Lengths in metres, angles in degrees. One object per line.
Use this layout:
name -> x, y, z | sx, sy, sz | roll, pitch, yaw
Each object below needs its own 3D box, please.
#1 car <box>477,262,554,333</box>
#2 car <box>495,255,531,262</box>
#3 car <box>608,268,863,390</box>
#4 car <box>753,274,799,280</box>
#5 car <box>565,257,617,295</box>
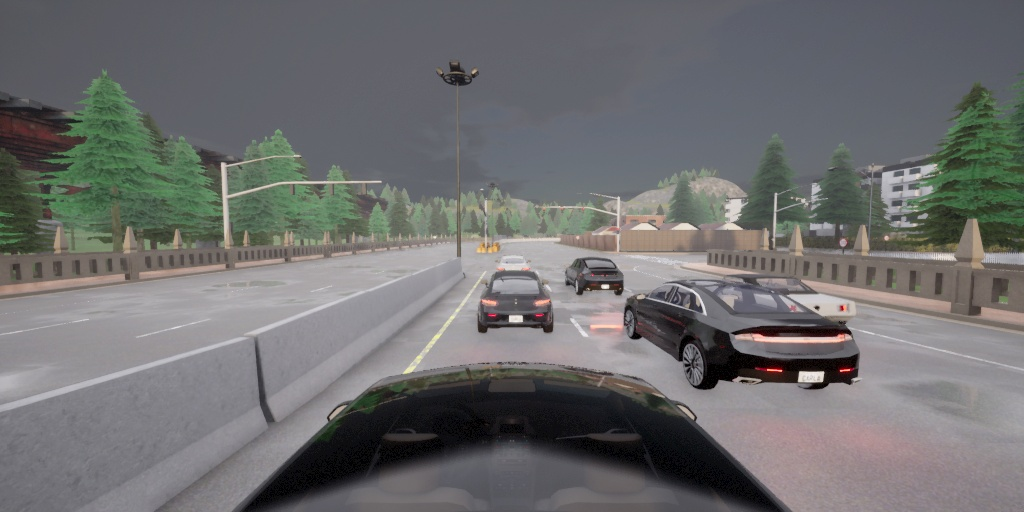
car -> 0.081, 1.113, 10.079 | 1.812, 1.442, 4.674 | 0, 2, 0
car -> 0.060, 0.647, 19.088 | 1.812, 1.442, 4.674 | 0, 3, 0
car -> 3.586, 1.179, 6.714 | 2.128, 1.511, 4.902 | 0, 1, 0
car -> 7.082, 1.166, 10.634 | 1.895, 1.301, 4.718 | 0, 2, 0
car -> 3.568, 0.792, 16.139 | 1.837, 1.490, 4.892 | 0, 3, 0
